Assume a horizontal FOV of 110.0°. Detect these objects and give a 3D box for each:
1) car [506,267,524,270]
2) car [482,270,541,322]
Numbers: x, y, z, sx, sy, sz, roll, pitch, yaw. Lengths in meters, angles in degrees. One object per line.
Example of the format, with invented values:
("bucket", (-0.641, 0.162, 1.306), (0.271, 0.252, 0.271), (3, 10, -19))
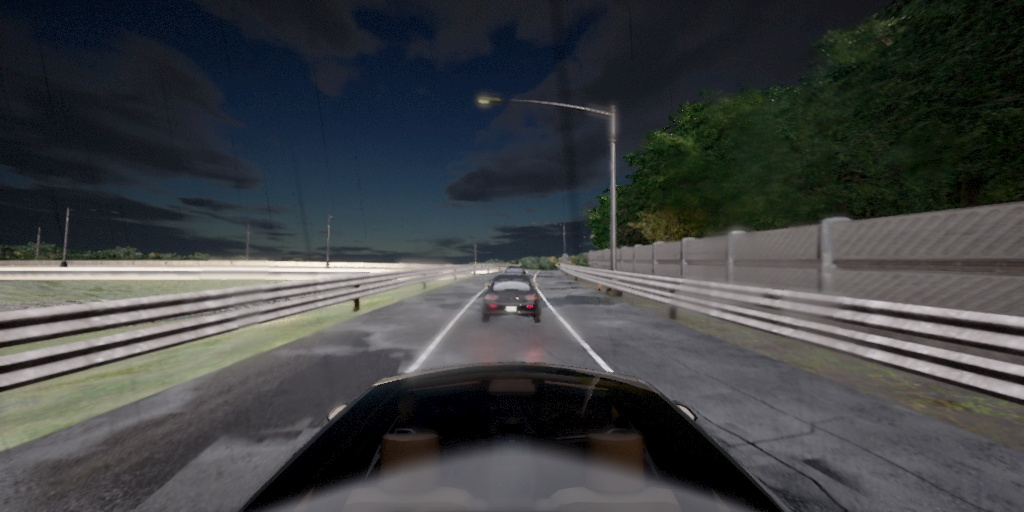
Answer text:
("car", (0.249, 1.532, 28.276), (2.033, 1.411, 5.357), (0, 0, 2))
("car", (-0.011, 1.374, 12.586), (1.812, 1.442, 4.674), (0, 0, 0))
